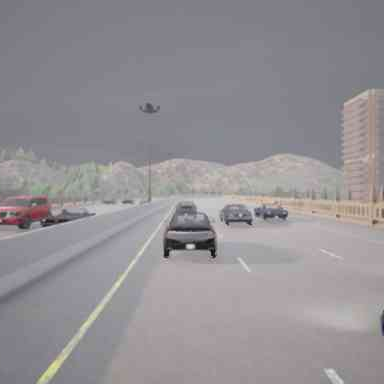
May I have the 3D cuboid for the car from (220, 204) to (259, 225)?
[{"bbox_3d":[3.127,1.598,24.367,2.033,1.411,5.357,0,0,-1],"label":"car"}]

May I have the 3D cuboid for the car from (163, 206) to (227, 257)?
[{"bbox_3d":[-0.103,1.519,12.959,2.128,1.511,4.902,0,0,-1],"label":"car"}]

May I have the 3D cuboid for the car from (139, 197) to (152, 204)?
[{"bbox_3d":[-8.447,1.658,60.971,1.812,1.442,4.674,0,0,-1],"label":"car"}]

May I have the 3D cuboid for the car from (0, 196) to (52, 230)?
[{"bbox_3d":[-11.006,1.272,21.663,2.150,2.045,5.566,0,0,-1],"label":"car"}]

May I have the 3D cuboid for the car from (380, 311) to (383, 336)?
[{"bbox_3d":[3.547,1.530,2.708,1.812,1.442,4.674,0,0,0],"label":"car"}]

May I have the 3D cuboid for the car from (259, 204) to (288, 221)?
[{"bbox_3d":[6.531,1.658,28.174,1.895,1.301,4.718,0,0,-1],"label":"car"}]

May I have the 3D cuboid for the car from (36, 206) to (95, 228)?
[{"bbox_3d":[-7.473,1.647,20.442,1.895,1.301,4.718,0,0,-1],"label":"car"}]

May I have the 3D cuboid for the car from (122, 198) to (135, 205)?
[{"bbox_3d":[-11.970,1.738,62.586,1.895,1.301,4.718,0,0,-1],"label":"car"}]

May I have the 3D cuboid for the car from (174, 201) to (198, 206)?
[{"bbox_3d":[-0.511,1.568,29.741,1.837,1.490,4.892,0,0,-1],"label":"car"}]

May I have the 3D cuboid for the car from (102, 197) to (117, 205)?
[{"bbox_3d":[-15.468,1.616,62.432,1.882,1.535,5.008,0,0,-1],"label":"car"}]
